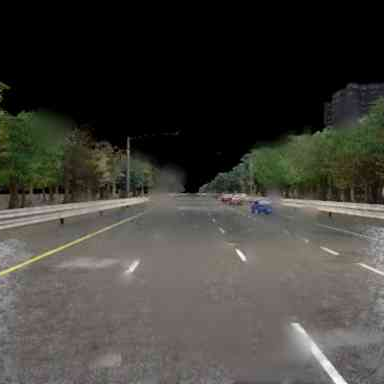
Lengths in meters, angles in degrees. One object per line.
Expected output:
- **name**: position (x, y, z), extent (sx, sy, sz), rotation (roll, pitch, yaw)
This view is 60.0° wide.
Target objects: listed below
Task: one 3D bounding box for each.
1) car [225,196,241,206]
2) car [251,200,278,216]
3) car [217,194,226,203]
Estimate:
- **car**: position (7.077, 1.566, 55.473), extent (1.812, 1.442, 4.674), rotation (0, 0, 0)
- **car**: position (7.015, 1.508, 32.730), extent (1.882, 1.535, 5.008), rotation (0, 0, 0)
- **car**: position (7.151, 1.536, 71.481), extent (1.882, 1.535, 5.008), rotation (0, 0, 0)
